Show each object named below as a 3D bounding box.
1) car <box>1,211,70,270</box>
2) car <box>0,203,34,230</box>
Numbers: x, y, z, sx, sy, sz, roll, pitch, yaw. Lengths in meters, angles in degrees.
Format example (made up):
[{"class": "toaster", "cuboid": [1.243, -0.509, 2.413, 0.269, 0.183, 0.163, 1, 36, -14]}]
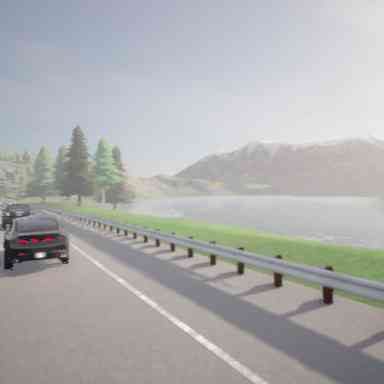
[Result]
[{"class": "car", "cuboid": [-5.551, 1.609, 11.731, 1.837, 1.490, 4.892, -1, 0, -29]}, {"class": "car", "cuboid": [-12.943, 1.598, 24.854, 2.097, 1.767, 4.553, -1, 0, -29]}]
